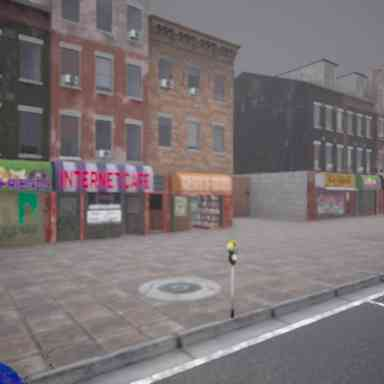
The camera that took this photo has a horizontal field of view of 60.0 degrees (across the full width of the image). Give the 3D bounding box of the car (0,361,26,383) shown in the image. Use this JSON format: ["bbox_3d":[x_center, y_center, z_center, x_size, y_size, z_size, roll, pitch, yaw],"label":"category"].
[{"bbox_3d":[-3.201,1.481,0.991,5.008,1.535,1.882,0,0,-35],"label":"car"}]
